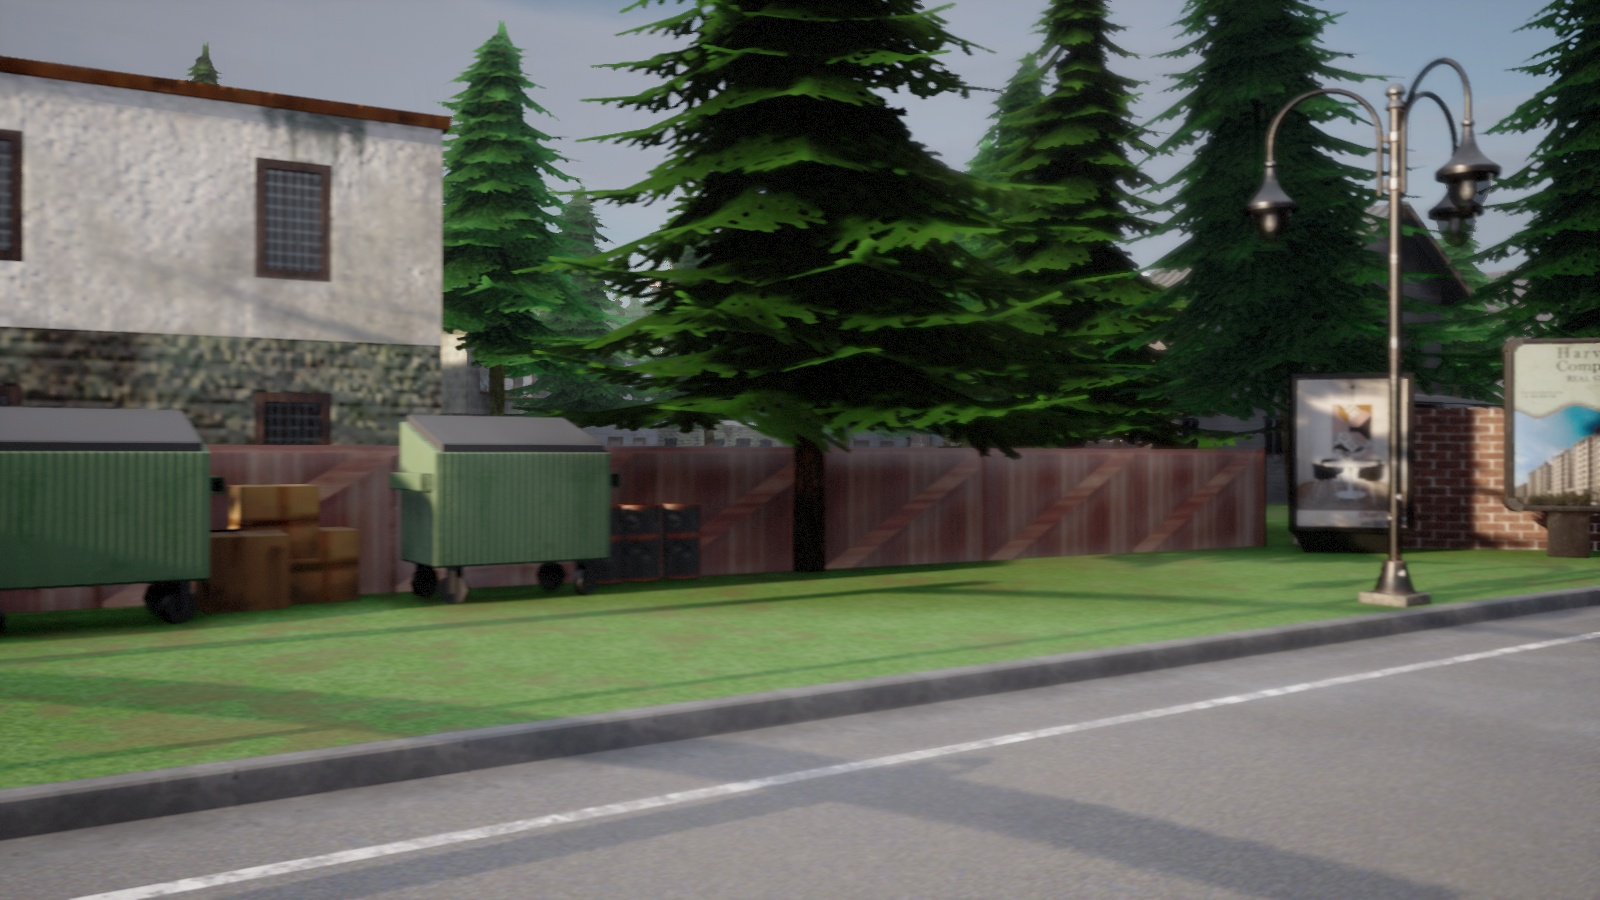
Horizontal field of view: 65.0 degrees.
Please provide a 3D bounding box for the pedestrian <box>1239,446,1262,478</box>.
[{"bbox_3d":[26.426,0.700,73.639,0.874,1.855,0.900,0,0,-36],"label":"pedestrian"}]
